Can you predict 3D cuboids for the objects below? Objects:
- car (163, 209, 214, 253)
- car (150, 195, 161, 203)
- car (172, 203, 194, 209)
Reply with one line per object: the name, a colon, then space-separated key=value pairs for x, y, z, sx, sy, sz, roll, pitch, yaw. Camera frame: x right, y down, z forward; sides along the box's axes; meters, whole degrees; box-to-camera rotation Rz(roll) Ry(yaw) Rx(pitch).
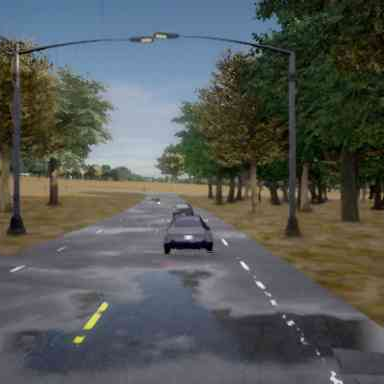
car: x=-0.176 y=1.671 z=14.379 sx=1.994 sy=1.385 sz=4.181 roll=0 pitch=0 yaw=-1
car: x=-7.882 y=1.456 z=71.444 sx=1.837 sy=1.490 sz=4.892 roll=0 pitch=1 yaw=-5
car: x=-0.803 y=1.666 z=29.507 sx=1.812 sy=1.442 sz=4.674 roll=0 pitch=0 yaw=-3
